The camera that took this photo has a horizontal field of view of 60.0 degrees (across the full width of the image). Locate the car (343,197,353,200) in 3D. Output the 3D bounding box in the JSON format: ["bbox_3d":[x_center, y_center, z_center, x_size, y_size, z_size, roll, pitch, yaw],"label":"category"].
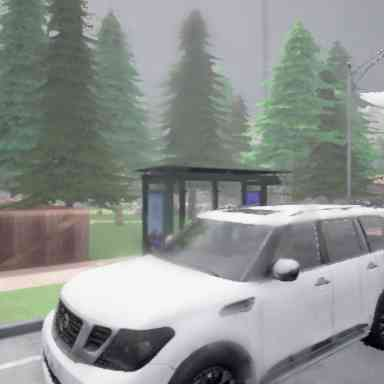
[{"bbox_3d":[24.373,1.331,50.811,3.866,1.878,1.905,0,0,-37],"label":"car"}]

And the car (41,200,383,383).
[{"bbox_3d":[0.968,1.232,4.682,5.566,2.045,2.150,0,0,-35],"label":"car"}]

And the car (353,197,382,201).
[{"bbox_3d":[26.192,1.330,49.033,4.605,1.855,1.932,0,0,-37],"label":"car"}]
